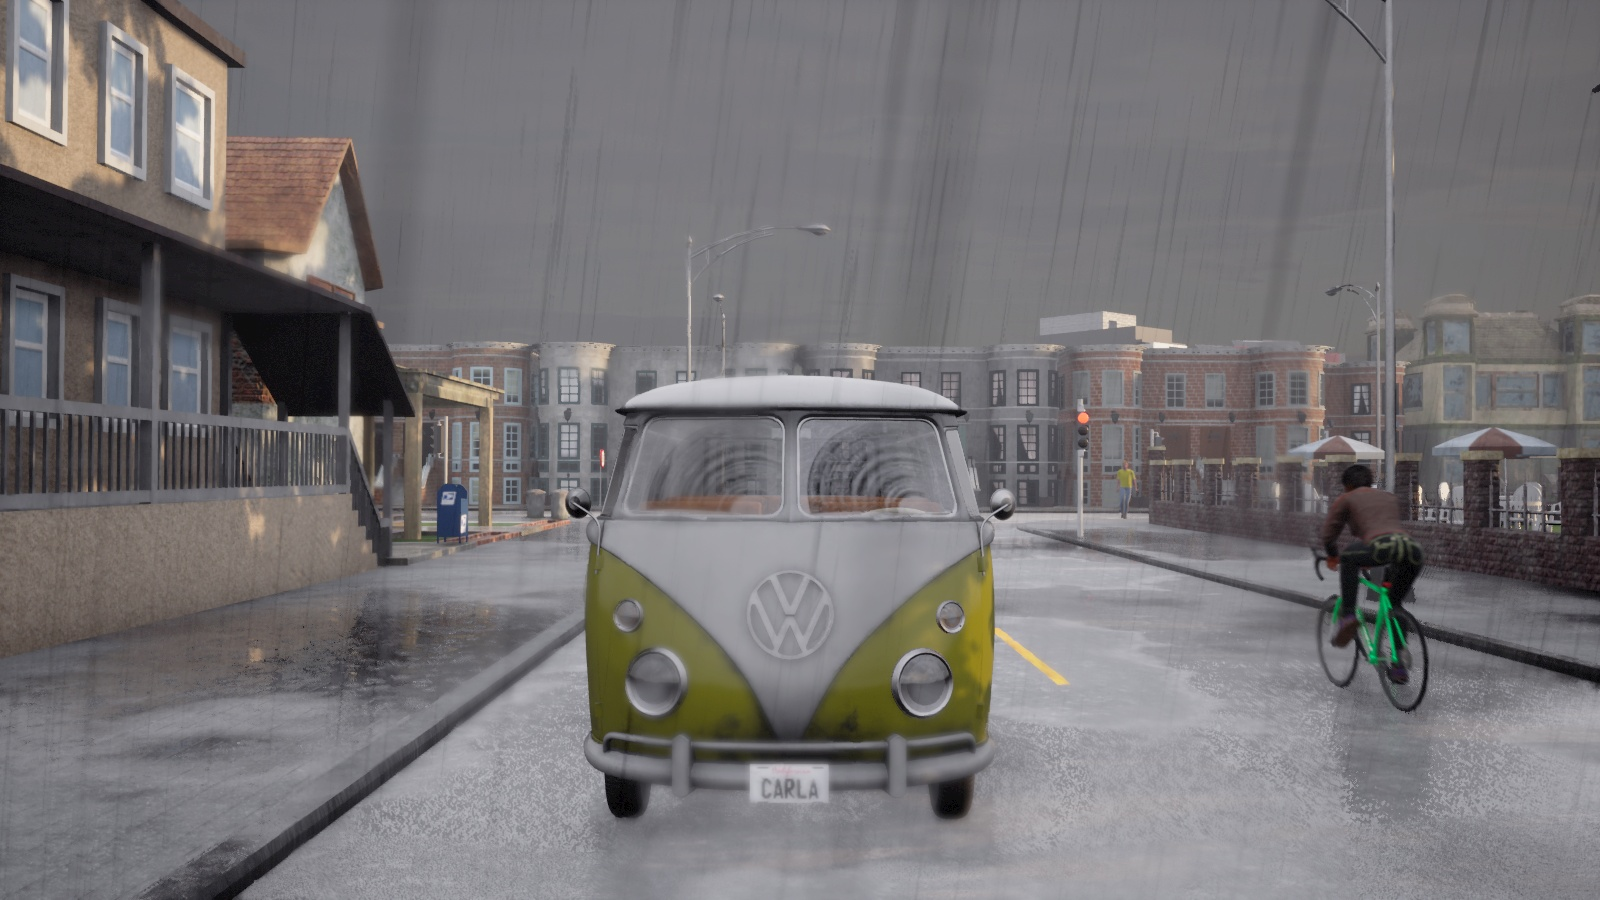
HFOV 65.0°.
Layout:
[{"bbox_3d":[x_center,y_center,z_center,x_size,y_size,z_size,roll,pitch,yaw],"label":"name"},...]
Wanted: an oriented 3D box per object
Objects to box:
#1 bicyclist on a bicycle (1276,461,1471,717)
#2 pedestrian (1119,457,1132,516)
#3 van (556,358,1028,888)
[{"bbox_3d":[3.948,0.899,8.789,0.582,1.620,1.656,0,-1,0],"label":"bicyclist on a bicycle"},{"bbox_3d":[10.254,1.143,39.550,0.354,1.836,0.706,-1,-1,16],"label":"pedestrian"},{"bbox_3d":[-0.043,0.684,6.958,1.775,1.987,4.442,0,-1,0],"label":"van"}]
